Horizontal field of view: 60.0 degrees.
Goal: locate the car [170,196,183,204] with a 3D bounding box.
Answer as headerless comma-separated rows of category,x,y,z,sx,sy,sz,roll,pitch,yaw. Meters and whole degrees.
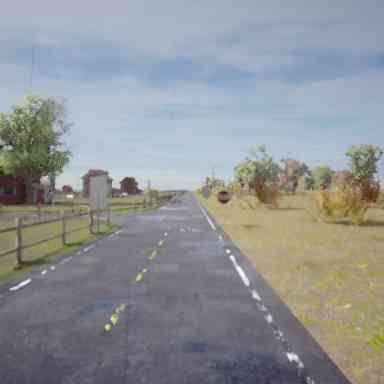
car,-2.778,1.457,60.591,1.837,1.490,4.892,0,1,0
